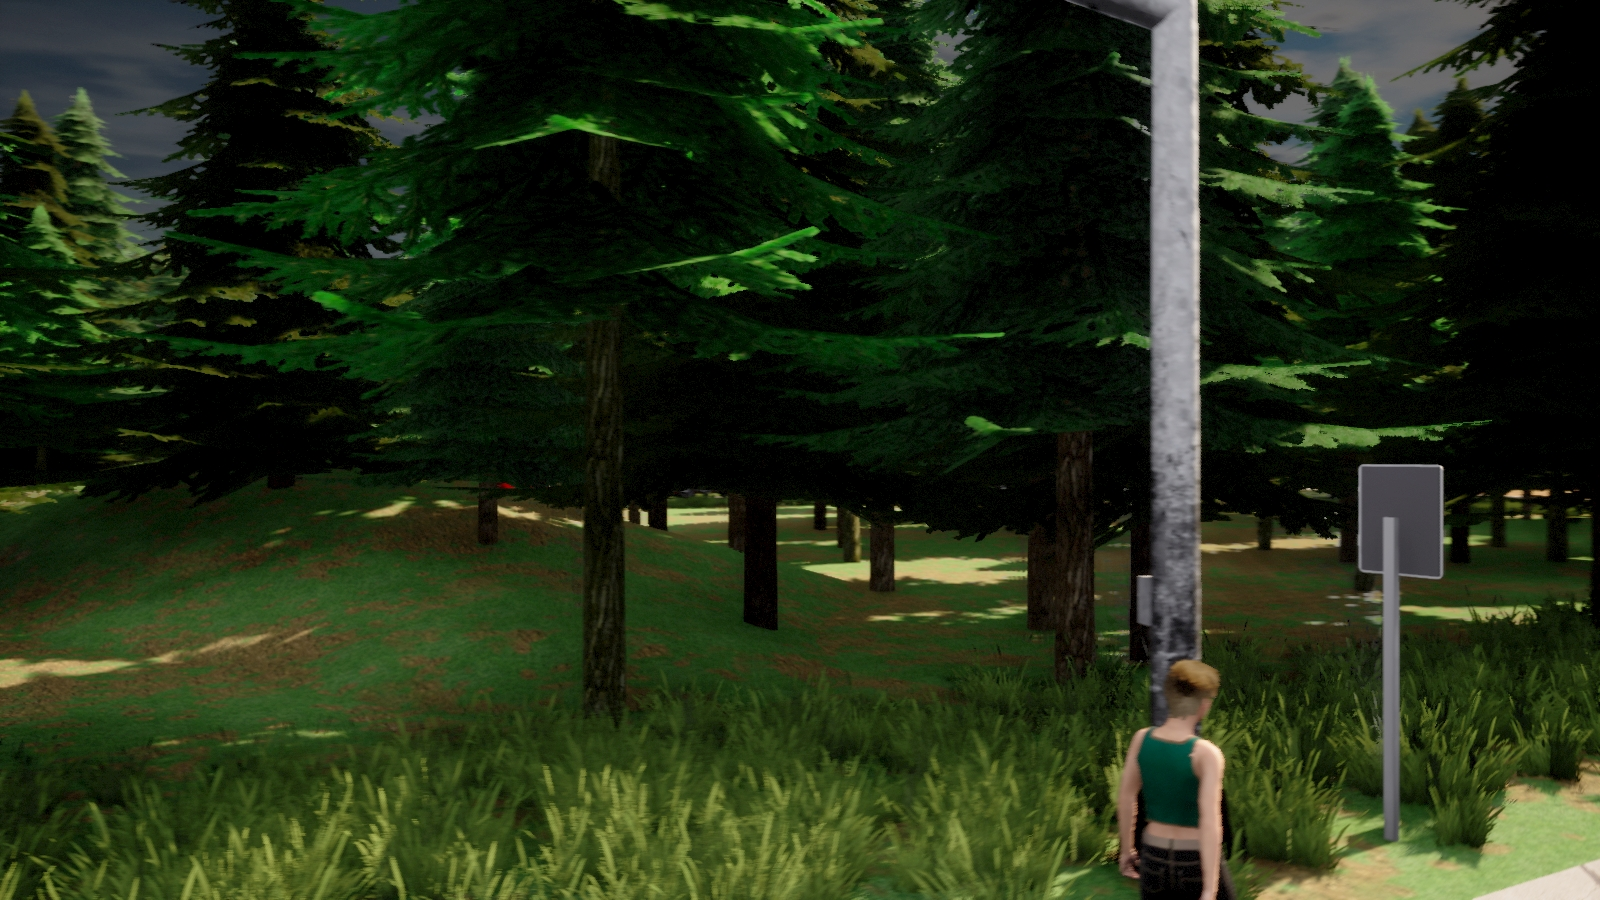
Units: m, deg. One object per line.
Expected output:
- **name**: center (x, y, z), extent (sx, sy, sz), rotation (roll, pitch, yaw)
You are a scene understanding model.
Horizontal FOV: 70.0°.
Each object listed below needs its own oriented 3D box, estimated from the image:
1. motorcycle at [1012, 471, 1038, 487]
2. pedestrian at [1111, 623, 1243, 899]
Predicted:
- **motorcycle**: center (18.544, 2.359, 94.361), extent (0.867, 1.251, 2.209), rotation (0, 0, -30)
- **pedestrian**: center (1.542, 1.677, 4.673), extent (0.375, 1.860, 0.375), rotation (0, 0, -42)
